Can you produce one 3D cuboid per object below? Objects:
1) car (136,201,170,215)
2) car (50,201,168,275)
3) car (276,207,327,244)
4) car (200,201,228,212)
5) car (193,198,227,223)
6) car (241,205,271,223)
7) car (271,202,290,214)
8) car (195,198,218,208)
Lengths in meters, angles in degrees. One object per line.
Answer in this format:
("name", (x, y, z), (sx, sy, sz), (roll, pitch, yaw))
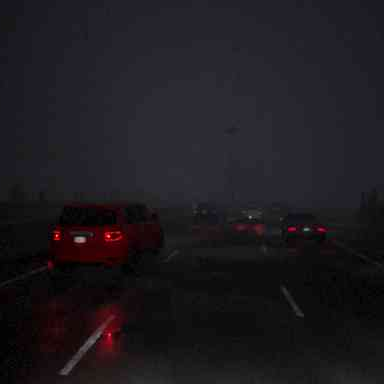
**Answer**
("car", (-4.735, 1.911, 41.567), (1.882, 1.535, 5.008), (0, -1, 25))
("car", (-2.497, 1.337, 11.130), (2.150, 2.045, 5.566), (0, -1, 7))
("car", (5.623, 1.738, 17.170), (2.033, 1.411, 5.357), (0, -1, 13))
("car", (3.395, 2.079, 49.723), (2.033, 1.411, 5.357), (0, -1, 30))
("car", (1.664, 1.659, 28.684), (2.097, 1.767, 4.553), (0, -1, 18))
("car", (5.523, 1.844, 29.175), (1.812, 1.442, 4.674), (0, -1, 19))
("car", (10.926, 2.002, 41.419), (2.033, 1.411, 5.357), (0, -1, 28))
("car", (2.639, 2.005, 61.485), (2.097, 1.767, 4.553), (0, -1, 36))
